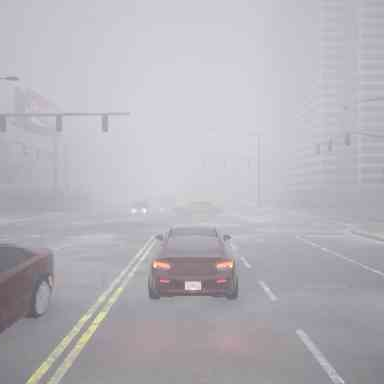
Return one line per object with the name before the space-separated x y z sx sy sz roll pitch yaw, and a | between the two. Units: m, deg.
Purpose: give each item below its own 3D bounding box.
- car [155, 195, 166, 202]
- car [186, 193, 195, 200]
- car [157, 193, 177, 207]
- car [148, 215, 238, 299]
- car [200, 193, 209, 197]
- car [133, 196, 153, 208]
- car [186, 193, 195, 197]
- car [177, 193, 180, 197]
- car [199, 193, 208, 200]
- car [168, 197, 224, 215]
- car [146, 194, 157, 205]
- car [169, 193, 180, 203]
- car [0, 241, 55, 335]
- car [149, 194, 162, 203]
car | -7.351 1.525 77.496 2.128 1.511 4.902 0 0 0
car | -0.402 1.184 88.388 2.097 1.767 4.553 0 0 0
car | -3.859 1.221 51.280 2.150 2.045 5.566 0 0 -4
car | 0.028 1.526 8.307 1.812 1.442 4.674 0 0 0
car | 3.146 1.515 78.116 2.128 1.511 4.902 0 0 0
car | -7.307 1.601 48.203 1.895 1.301 4.718 0 0 0
car | -0.356 1.584 78.483 1.895 1.301 4.718 0 0 0
car | -3.841 1.221 61.637 2.150 2.045 5.566 0 0 0
car | 3.098 1.184 88.404 2.097 1.767 4.553 0 0 0
car | 0.536 1.477 31.428 5.008 1.535 1.882 0 0 -1
car | -7.341 1.525 57.029 1.812 1.442 4.674 0 0 0
car | -3.826 1.225 72.066 2.150 2.045 5.566 0 0 0
car | -3.620 1.477 4.548 1.882 1.535 5.008 0 0 0
car | -7.328 1.352 67.081 2.097 1.767 4.553 0 0 0
